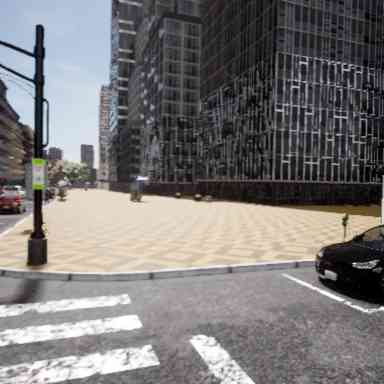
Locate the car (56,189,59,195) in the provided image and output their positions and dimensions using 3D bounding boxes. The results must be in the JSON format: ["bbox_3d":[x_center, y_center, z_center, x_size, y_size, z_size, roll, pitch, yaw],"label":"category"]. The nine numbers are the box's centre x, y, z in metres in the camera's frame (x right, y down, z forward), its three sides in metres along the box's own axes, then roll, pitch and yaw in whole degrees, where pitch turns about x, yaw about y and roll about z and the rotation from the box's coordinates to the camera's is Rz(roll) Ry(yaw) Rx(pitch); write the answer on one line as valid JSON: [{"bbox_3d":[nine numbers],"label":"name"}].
[{"bbox_3d":[-31.128,-0.020,74.352,1.752,1.417,4.829,0,1,-19],"label":"car"}]

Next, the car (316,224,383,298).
[{"bbox_3d":[5.035,1.432,7.840,4.313,1.339,1.947,1,2,-19],"label":"car"}]

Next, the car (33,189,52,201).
[{"bbox_3d":[-21.695,0.521,47.553,2.008,1.369,4.403,0,1,-19],"label":"car"}]

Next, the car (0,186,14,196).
[{"bbox_3d":[-37.049,-0.221,66.033,2.192,1.841,5.009,0,1,-19],"label":"car"}]

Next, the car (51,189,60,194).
[{"bbox_3d":[-34.822,-0.163,84.847,1.802,1.307,4.206,0,1,-19],"label":"car"}]

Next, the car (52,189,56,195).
[{"bbox_3d":[-25.445,0.309,58.209,1.887,1.381,4.507,0,1,-19],"label":"car"}]

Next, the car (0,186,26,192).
[{"bbox_3d":[-22.608,0.243,42.500,2.150,2.045,5.566,1,1,-19],"label":"car"}]

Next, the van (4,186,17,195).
[{"bbox_3d":[-38.923,-0.297,71.360,1.690,1.788,3.998,0,1,-19],"label":"van"}]

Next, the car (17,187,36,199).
[{"bbox_3d":[-26.167,0.179,52.600,2.097,1.767,4.553,1,1,-19],"label":"car"}]

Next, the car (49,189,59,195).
[{"bbox_3d":[-32.946,-0.099,79.519,1.887,1.381,4.507,0,1,-19],"label":"car"}]

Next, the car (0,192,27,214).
[{"bbox_3d":[-14.194,0.928,26.242,1.887,1.381,4.507,0,1,-19],"label":"car"}]
